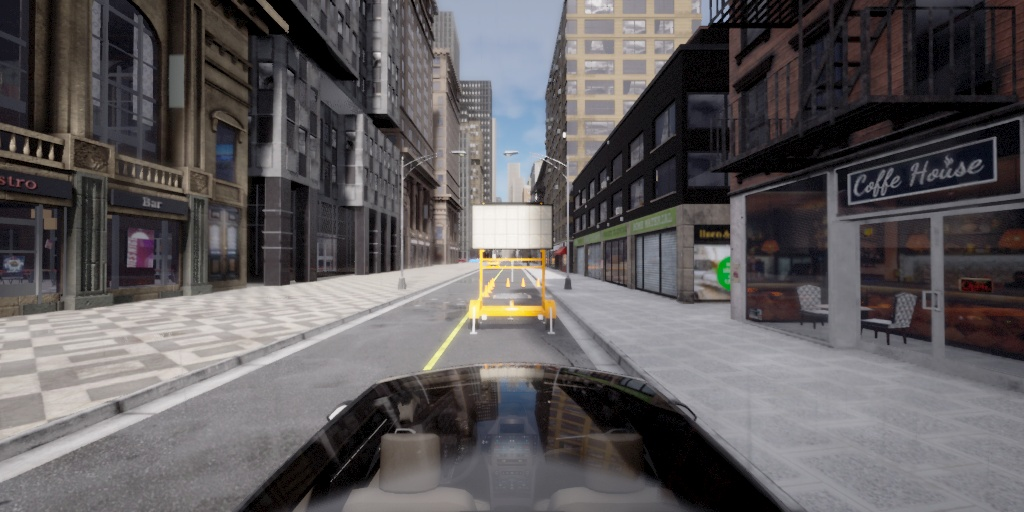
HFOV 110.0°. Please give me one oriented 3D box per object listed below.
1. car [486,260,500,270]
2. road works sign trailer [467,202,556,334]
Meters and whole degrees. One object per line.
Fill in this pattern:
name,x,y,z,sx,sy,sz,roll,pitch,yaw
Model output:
car,-2.963,1.300,56.090,1.882,1.535,5.008,0,0,0
road works sign trailer,0.013,0.216,10.604,2.380,3.560,2.880,0,0,0
